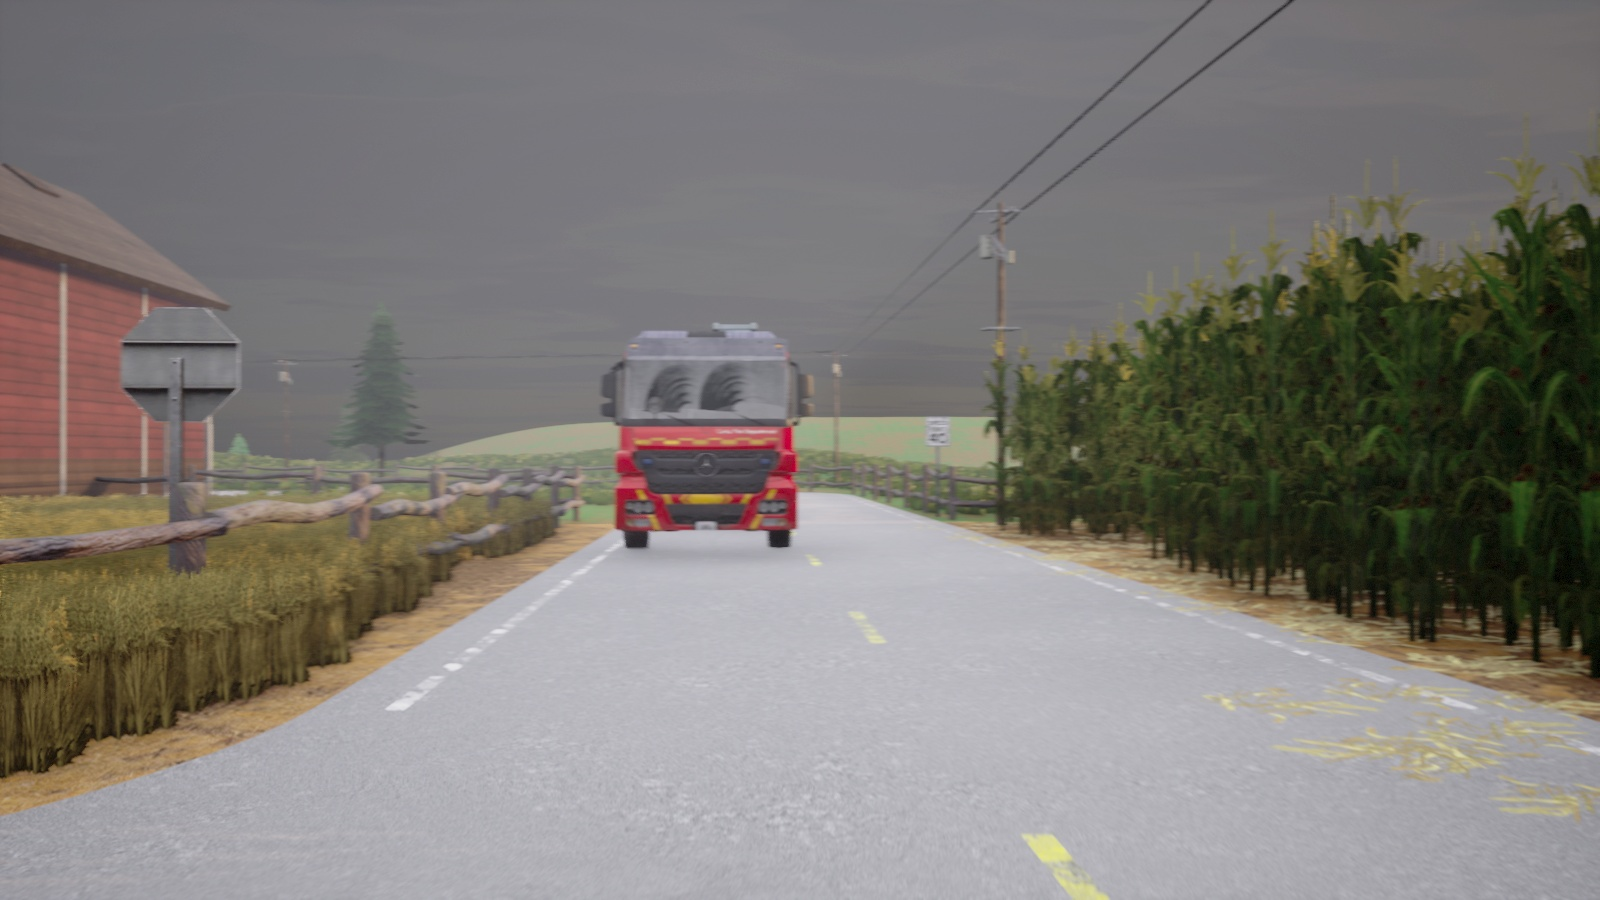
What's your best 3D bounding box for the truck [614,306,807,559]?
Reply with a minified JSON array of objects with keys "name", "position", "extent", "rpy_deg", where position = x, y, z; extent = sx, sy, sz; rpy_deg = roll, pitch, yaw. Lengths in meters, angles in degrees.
[{"name":"truck","position":[-1.555,-0.242,23.279],"extent":[2.891,3.827,8.468],"rpy_deg":[0,0,-3]}]
